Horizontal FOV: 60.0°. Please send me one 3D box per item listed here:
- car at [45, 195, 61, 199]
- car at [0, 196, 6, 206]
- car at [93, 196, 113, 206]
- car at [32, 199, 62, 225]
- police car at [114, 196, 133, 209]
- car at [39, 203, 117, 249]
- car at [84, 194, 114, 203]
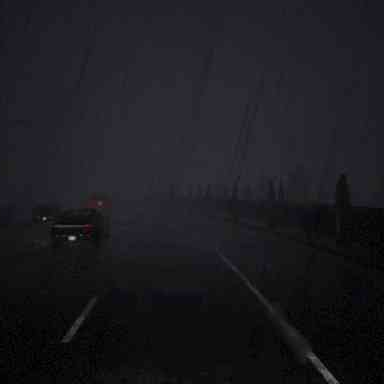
[{"bbox_3d":[-31.511,1.404,75.183,4.718,1.301,1.895,0,0,44],"label":"car"},{"bbox_3d":[-26.282,1.347,44.782,2.097,1.767,4.553,0,0,-29],"label":"car"},{"bbox_3d":[-14.832,1.426,55.472,1.882,1.535,5.008,0,0,-31],"label":"car"},{"bbox_3d":[-10.310,1.492,24.269,1.837,1.490,4.892,0,0,-14],"label":"car"},{"bbox_3d":[-9.646,1.376,45.915,1.930,1.638,5.238,0,0,-26],"label":"police car"},{"bbox_3d":[-4.760,1.480,14.662,2.128,1.511,4.902,0,0,-8],"label":"car"},{"bbox_3d":[-9.463,1.192,33.533,2.150,2.045,5.566,0,0,-19],"label":"car"}]
